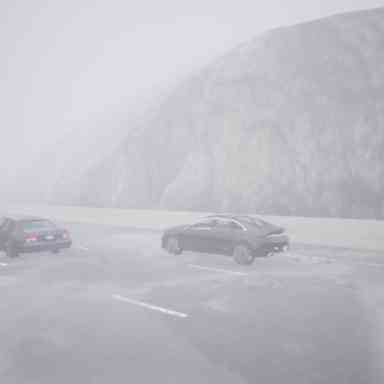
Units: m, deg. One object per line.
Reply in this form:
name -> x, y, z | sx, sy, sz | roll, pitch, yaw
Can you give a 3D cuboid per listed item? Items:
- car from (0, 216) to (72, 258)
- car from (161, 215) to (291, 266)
car -> -6.853, 1.665, 13.341 | 5.357, 1.411, 2.033 | -1, 0, 42
car -> 1.034, 1.570, 11.955 | 4.902, 1.511, 2.128 | 0, 0, 38
